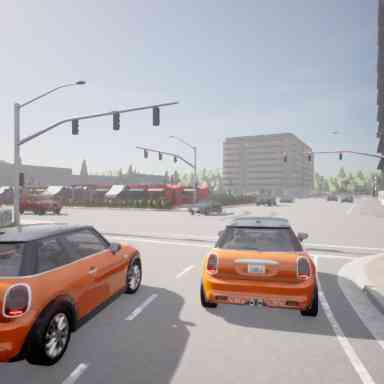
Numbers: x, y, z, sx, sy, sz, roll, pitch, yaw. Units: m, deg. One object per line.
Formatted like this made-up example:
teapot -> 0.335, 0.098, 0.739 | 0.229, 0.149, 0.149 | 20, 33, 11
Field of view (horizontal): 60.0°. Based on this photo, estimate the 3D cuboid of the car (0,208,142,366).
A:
car -> -2.497, 1.352, 6.104 | 2.097, 1.767, 4.553 | 0, 0, 10

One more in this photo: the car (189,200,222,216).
car -> 1.439, 1.526, 33.037 | 2.128, 1.511, 4.902 | 0, 0, 27

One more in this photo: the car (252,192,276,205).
car -> 11.864, 1.220, 53.081 | 2.150, 2.045, 5.566 | 0, 0, 28

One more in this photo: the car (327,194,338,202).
car -> 33.514, 1.349, 79.366 | 2.097, 1.767, 4.553 | 0, 0, 27

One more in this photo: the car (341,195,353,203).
car -> 32.066, 1.589, 68.988 | 1.895, 1.301, 4.718 | 0, 0, 27

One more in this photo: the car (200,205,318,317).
car -> 1.618, 1.351, 7.816 | 2.097, 1.767, 4.553 | 0, 0, 14

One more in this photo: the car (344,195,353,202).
car -> 36.651, 1.494, 77.813 | 1.837, 1.490, 4.892 | 0, 0, 27

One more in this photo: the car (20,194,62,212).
car -> -16.148, 1.274, 34.772 | 5.566, 2.045, 2.150 | 0, 0, 28

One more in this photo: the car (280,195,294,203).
car -> 19.002, 1.345, 66.629 | 2.097, 1.767, 4.553 | 0, 0, 28

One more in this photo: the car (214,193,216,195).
car -> 5.019, 1.202, 86.950 | 4.605, 1.855, 1.932 | 0, 0, 28
